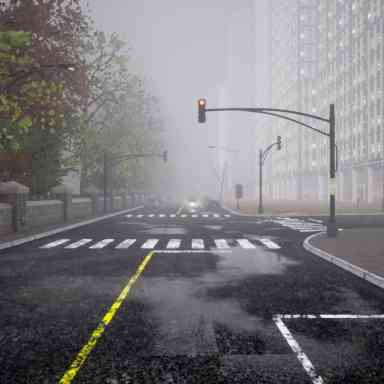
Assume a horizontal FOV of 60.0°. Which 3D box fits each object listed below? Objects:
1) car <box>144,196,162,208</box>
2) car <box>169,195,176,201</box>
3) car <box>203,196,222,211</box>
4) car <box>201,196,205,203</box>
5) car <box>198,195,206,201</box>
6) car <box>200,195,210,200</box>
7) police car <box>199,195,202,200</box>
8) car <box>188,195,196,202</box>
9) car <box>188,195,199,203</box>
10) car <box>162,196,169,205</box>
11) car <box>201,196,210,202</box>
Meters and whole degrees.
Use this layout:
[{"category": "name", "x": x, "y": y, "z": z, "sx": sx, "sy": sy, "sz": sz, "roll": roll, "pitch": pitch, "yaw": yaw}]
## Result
[{"category": "car", "x": -5.691, "y": 1.608, "z": 47.138, "sx": 1.802, "sy": 1.307, "sz": 4.206, "roll": 0, "pitch": 0, "yaw": 0}, {"category": "car", "x": -5.692, "y": 1.626, "z": 86.565, "sx": 1.887, "sy": 1.381, "sz": 4.507, "roll": 0, "pitch": 0, "yaw": 0}, {"category": "car", "x": 2.689, "y": 1.587, "z": 41.506, "sx": 1.947, "sy": 1.339, "sz": 4.313, "roll": 0, "pitch": 0, "yaw": 0}, {"category": "car", "x": 2.689, "y": 1.592, "z": 47.139, "sx": 1.947, "sy": 1.339, "sz": 4.313, "roll": 0, "pitch": 0, "yaw": 0}, {"category": "car", "x": 2.688, "y": 1.642, "z": 92.197, "sx": 2.008, "sy": 1.369, "sz": 4.403, "roll": 0, "pitch": 0, "yaw": 0}, {"category": "car", "x": 2.689, "y": 1.597, "z": 52.771, "sx": 1.947, "sy": 1.339, "sz": 4.313, "roll": 0, "pitch": 0, "yaw": 0}, {"category": "police car", "x": 3.132, "y": 1.478, "z": 69.928, "sx": 1.930, "sy": 1.638, "sz": 5.238, "roll": 0, "pitch": 0, "yaw": 0}, {"category": "car", "x": -0.004, "y": 1.570, "z": 80.044, "sx": 1.837, "sy": 1.490, "sz": 4.892, "roll": 0, "pitch": 0, "yaw": 0}, {"category": "car", "x": 0.042, "y": 1.566, "z": 71.027, "sx": 2.128, "sy": 1.511, "sz": 4.902, "roll": 0, "pitch": 0, "yaw": 0}, {"category": "car", "x": -5.691, "y": 1.478, "z": 58.404, "sx": 1.967, "sy": 1.590, "sz": 4.097, "roll": 0, "pitch": 0, "yaw": 0}, {"category": "car", "x": 3.146, "y": 1.590, "z": 76.818, "sx": 1.812, "sy": 1.442, "sz": 4.674, "roll": 0, "pitch": 0, "yaw": 0}]
